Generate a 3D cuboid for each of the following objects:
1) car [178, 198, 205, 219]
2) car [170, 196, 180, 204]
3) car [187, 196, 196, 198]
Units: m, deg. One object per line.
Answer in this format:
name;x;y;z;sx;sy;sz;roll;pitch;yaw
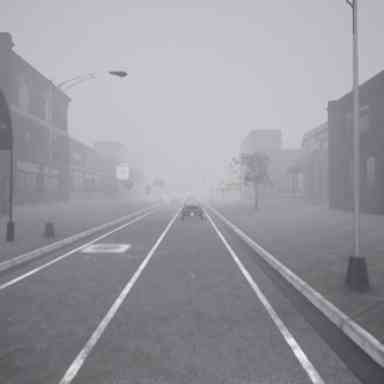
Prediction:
car;0.032;1.500;28.559;1.837;1.490;4.892;0;0;0
car;-3.058;1.543;63.033;1.837;1.490;4.892;0;0;0
car;-0.030;1.365;54.423;2.033;1.649;4.856;0;0;0
